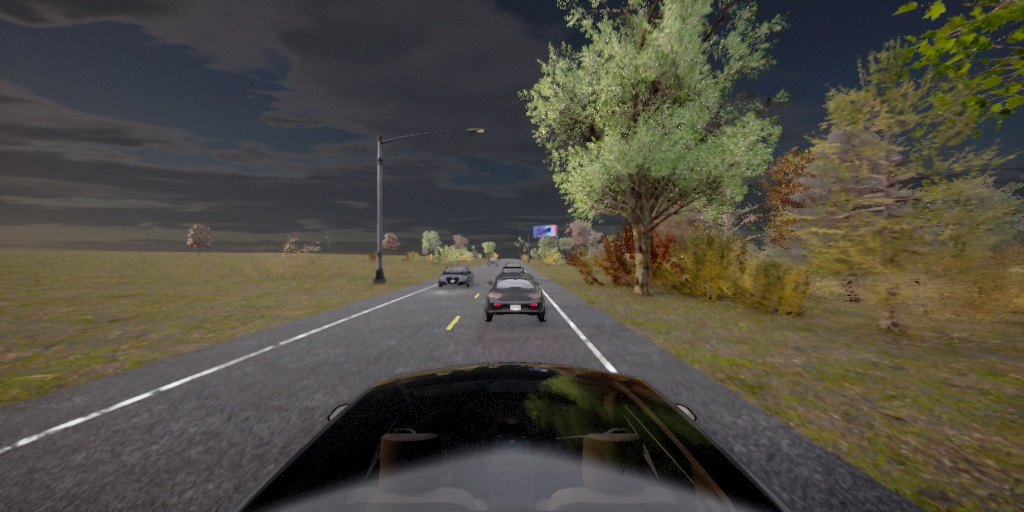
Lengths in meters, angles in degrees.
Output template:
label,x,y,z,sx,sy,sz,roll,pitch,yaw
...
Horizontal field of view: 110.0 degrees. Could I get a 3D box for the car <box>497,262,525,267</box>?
label,x,y,z,sx,sy,sz,roll,pitch,yaw
car,0.096,1.250,30.200,2.128,1.511,4.902,0,0,0

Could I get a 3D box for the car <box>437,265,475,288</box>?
label,x,y,z,sx,sy,sz,roll,pitch,yaw
car,-3.602,1.320,23.724,1.994,1.385,4.181,0,0,0

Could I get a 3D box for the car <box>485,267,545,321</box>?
label,x,y,z,sx,sy,sz,roll,pitch,yaw
car,0.098,1.278,12.347,1.812,1.442,4.674,0,0,0
